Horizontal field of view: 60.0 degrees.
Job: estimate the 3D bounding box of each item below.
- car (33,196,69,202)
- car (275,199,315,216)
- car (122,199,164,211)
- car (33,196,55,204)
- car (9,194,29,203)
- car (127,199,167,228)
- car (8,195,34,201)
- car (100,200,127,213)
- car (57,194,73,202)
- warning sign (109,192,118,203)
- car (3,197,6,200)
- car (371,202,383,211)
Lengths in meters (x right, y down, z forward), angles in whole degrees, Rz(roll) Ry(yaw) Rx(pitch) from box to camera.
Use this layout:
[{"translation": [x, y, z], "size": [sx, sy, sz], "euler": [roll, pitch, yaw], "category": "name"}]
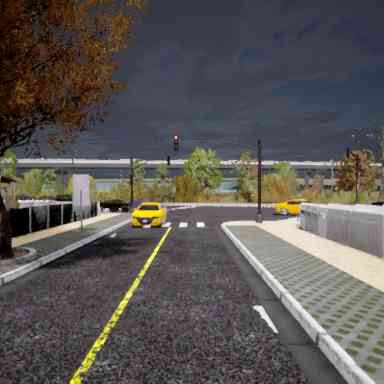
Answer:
[{"translation": [-21.011, 1.772, 49.454], "size": [5.008, 1.535, 1.882], "euler": [0, 2, 36], "category": "car"}, {"translation": [10.233, 1.409, 30.758], "size": [5.008, 1.535, 1.882], "euler": [-1, 2, 36], "category": "car"}, {"translation": [-6.379, 1.623, 42.832], "size": [5.357, 1.411, 2.033], "euler": [0, 2, 36], "category": "car"}, {"translation": [-30.520, 1.590, 68.527], "size": [4.892, 1.490, 1.837], "euler": [-1, 2, 36], "category": "car"}, {"translation": [-38.940, 1.429, 74.636], "size": [4.553, 1.767, 2.097], "euler": [-1, 2, 36], "category": "car"}, {"translation": [-2.779, 1.469, 22.350], "size": [1.882, 1.535, 5.008], "euler": [0, 0, 1], "category": "car"}, {"translation": [-31.844, 1.818, 61.456], "size": [4.674, 1.442, 1.812], "euler": [-1, 2, 36], "category": "car"}, {"translation": [-9.264, 1.671, 40.914], "size": [5.008, 1.535, 1.882], "euler": [0, 2, 36], "category": "car"}, {"translation": [-19.169, 1.407, 52.122], "size": [5.566, 2.045, 2.150], "euler": [-1, 2, 36], "category": "car"}, {"translation": [-14.244, 0.986, 60.241], "size": [1.060, 1.860, 1.300], "euler": [2, 1, 36], "category": "warning sign"}, {"translation": [-40.869, 1.709, 72.029], "size": [4.902, 1.511, 2.128], "euler": [-1, 2, 36], "category": "car"}, {"translation": [19.855, 1.255, 32.047], "size": [4.718, 1.301, 1.895], "euler": [-1, 2, 36], "category": "car"}]
